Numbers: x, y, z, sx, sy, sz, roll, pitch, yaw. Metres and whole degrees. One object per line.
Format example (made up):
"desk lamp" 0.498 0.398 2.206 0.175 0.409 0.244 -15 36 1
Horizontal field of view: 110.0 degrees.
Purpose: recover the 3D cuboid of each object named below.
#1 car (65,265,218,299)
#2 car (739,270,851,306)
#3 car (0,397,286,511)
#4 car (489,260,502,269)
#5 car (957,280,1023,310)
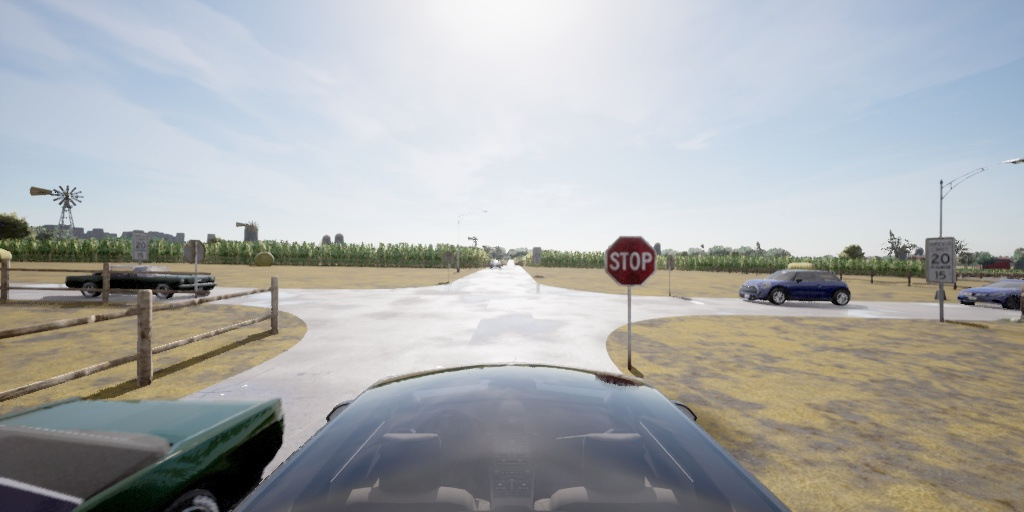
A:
"car" -15.298 1.047 15.029 4.718 1.301 1.895 1 -1 0
"car" 14.059 1.475 18.022 4.553 1.767 2.097 1 -1 0
"car" -2.752 1.351 0.634 1.895 1.301 4.718 0 0 0
"car" -2.727 1.409 59.517 2.128 1.511 4.902 0 -1 0
"car" 25.489 1.918 18.035 4.674 1.442 1.812 1 -1 0
